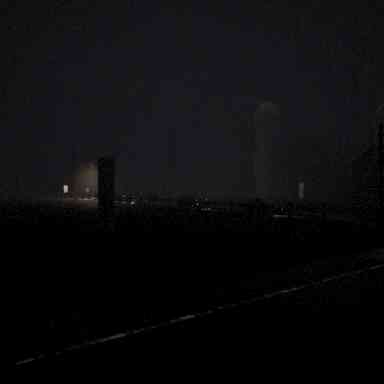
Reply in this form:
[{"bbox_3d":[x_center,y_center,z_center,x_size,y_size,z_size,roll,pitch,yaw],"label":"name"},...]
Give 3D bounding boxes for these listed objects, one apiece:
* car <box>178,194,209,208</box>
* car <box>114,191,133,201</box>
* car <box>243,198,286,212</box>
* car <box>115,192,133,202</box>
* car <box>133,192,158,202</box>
[{"bbox_3d":[0.141,1.045,42.066,2.097,1.767,4.553,-1,1,-36],"label":"car"},{"bbox_3d":[-13.623,0.752,66.004,2.097,1.767,4.553,-1,1,-36],"label":"car"},{"bbox_3d":[6.980,1.326,32.591,1.812,1.442,4.674,-1,1,-35],"label":"car"},{"bbox_3d":[-12.091,0.837,59.151,2.097,1.767,4.553,-1,1,-35],"label":"car"},{"bbox_3d":[-7.842,0.849,58.060,2.097,1.767,4.553,-1,1,-35],"label":"car"}]
